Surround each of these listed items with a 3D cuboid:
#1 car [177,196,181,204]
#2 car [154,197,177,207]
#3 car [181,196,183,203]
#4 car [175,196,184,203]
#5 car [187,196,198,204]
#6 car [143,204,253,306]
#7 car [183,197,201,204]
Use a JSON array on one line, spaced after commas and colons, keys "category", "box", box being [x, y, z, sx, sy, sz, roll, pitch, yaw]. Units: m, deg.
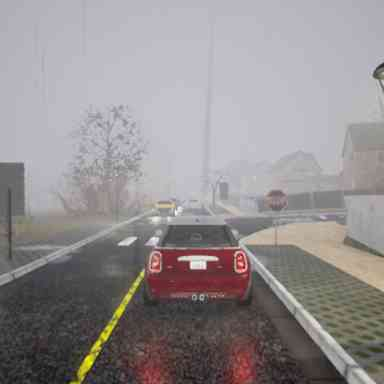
[{"category": "car", "box": [-2.754, 1.532, 43.566, 1.812, 1.442, 4.674, 0, 0, 0]}, {"category": "car", "box": [-2.682, 1.478, 32.952, 1.882, 1.535, 5.008, 0, 0, -3]}, {"category": "car", "box": [-2.725, 1.614, 53.615, 1.895, 1.301, 4.718, 0, 0, 0]}, {"category": "car", "box": [-2.617, 1.583, 69.461, 1.812, 1.442, 4.674, 0, 0, 0]}, {"category": "car", "box": [0.139, 1.590, 66.540, 1.994, 1.385, 4.181, 0, 0, 1]}, {"category": "car", "box": [0.115, 1.350, 8.179, 2.097, 1.767, 4.553, 0, 0, 0]}, {"category": "car", "box": [0.176, 1.530, 39.871, 1.812, 1.442, 4.674, 0, 0, 0]}]
